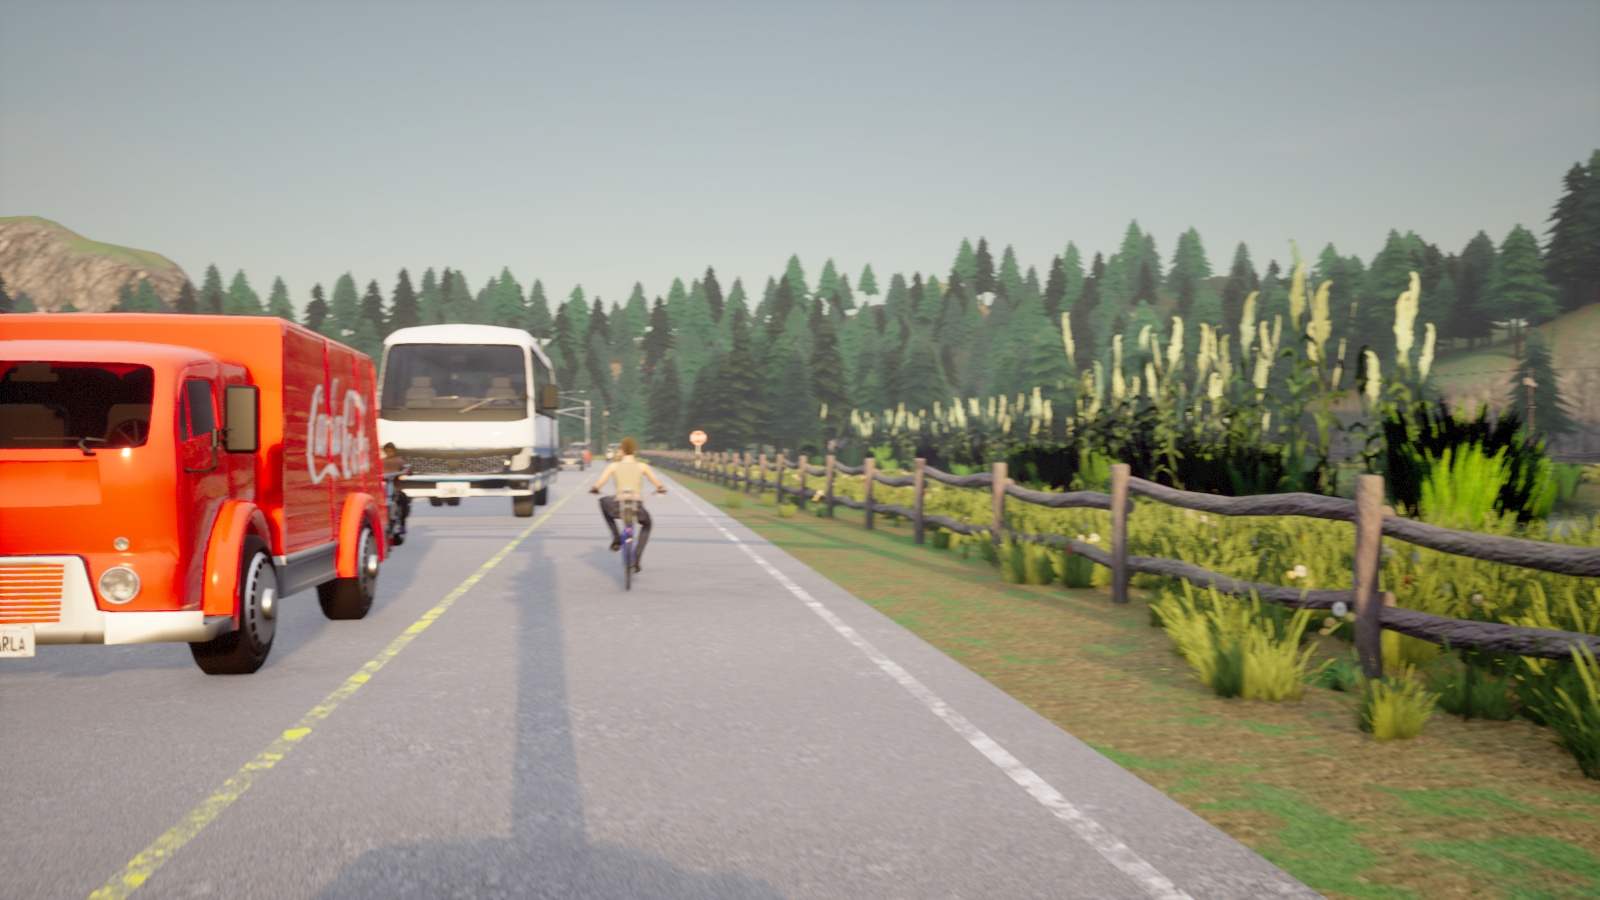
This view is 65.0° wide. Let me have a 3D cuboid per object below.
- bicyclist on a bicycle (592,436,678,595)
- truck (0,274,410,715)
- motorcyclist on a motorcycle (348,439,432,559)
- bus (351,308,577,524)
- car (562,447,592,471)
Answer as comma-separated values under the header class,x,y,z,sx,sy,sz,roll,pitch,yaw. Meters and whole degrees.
class,x,y,z,sx,sy,sz,roll,pitch,yaw
bicyclist on a bicycle,-1.786,0.659,13.536,0.866,1.612,1.509,0,0,-8
truck,-4.793,0.243,9.609,2.627,2.467,5.204,0,0,-8
motorcyclist on a motorcycle,-5.995,0.666,18.506,0.766,1.649,2.350,0,0,-8
bus,-7.561,-0.679,30.062,3.944,4.253,10.273,0,0,-8
car,-14.835,0.600,83.754,1.789,1.549,3.705,0,0,-8
